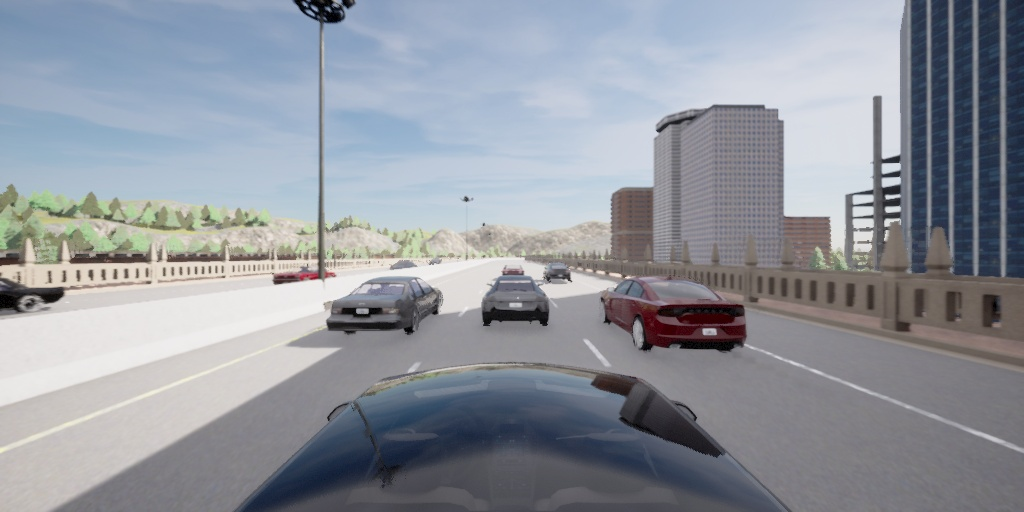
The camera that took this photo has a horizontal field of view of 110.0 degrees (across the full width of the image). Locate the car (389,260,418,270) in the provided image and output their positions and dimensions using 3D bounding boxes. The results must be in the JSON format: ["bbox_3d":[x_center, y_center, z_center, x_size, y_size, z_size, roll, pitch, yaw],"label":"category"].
[{"bbox_3d":[-10.573,1.286,35.156,1.837,1.490,4.892,0,0,0],"label":"car"}]

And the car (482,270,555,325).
[{"bbox_3d":[0.102,1.316,11.847,1.994,1.385,4.181,0,0,0],"label":"car"}]

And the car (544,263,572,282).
[{"bbox_3d":[3.606,1.297,28.964,1.812,1.442,4.674,0,0,0],"label":"car"}]

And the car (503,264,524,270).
[{"bbox_3d":[0.107,1.376,31.555,1.895,1.301,4.718,0,0,0],"label":"car"}]

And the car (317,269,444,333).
[{"bbox_3d":[-3.398,1.299,10.649,2.033,1.411,5.357,0,0,0],"label":"car"}]

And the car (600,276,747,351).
[{"bbox_3d":[3.601,1.229,9.005,1.882,1.535,5.008,0,0,0],"label":"car"}]

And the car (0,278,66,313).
[{"bbox_3d":[-17.597,1.351,11.094,1.895,1.301,4.718,0,0,0],"label":"car"}]

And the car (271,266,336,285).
[{"bbox_3d":[-14.088,1.365,24.538,1.895,1.301,4.718,0,0,0],"label":"car"}]
